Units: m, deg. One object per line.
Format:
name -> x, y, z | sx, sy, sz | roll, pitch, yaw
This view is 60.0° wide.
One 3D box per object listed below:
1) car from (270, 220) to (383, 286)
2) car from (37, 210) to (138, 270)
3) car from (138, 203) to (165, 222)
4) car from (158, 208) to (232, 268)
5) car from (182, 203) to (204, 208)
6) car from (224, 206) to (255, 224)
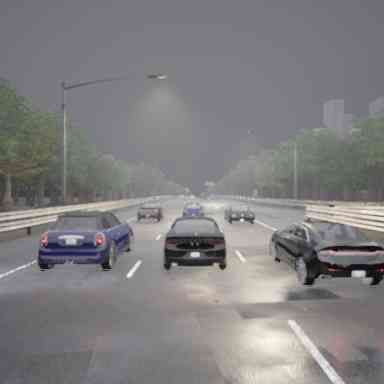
car -> 3.594, 1.564, 9.589 | 2.128, 1.511, 4.902 | 0, 0, 0
car -> -3.402, 1.434, 11.505 | 2.097, 1.767, 4.553 | 0, 0, 0
car -> -3.383, 1.639, 27.887 | 2.128, 1.511, 4.902 | 0, 0, 0
car -> 0.097, 1.561, 11.571 | 1.882, 1.535, 5.008 | 0, 0, 0
car -> 0.108, 1.676, 28.911 | 1.812, 1.442, 4.674 | 0, 0, 0
car -> 3.616, 1.747, 26.185 | 1.895, 1.301, 4.718 | 0, 0, 0
